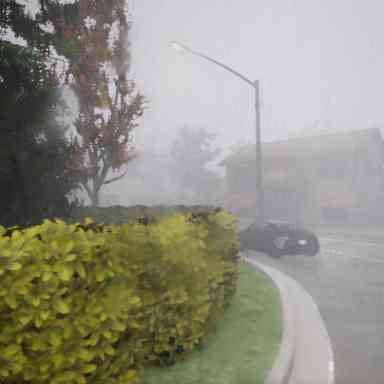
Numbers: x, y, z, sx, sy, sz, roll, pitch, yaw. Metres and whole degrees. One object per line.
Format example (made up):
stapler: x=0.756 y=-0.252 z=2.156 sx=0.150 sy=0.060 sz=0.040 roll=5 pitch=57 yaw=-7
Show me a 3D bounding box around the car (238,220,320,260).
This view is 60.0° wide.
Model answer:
car: x=3.340 y=1.865 z=14.030 sx=1.994 sy=1.385 sz=4.181 roll=0 pitch=-2 yaw=-21
